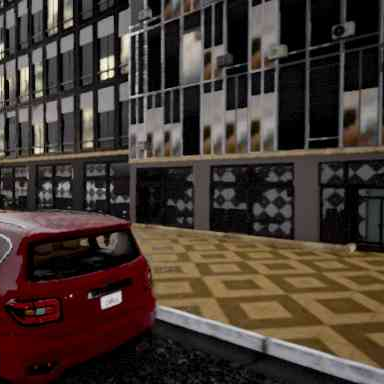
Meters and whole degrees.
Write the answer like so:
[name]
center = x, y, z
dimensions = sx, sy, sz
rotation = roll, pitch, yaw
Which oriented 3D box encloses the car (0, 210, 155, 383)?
[car]
center = -2.777, 1.198, 4.964
dimensions = 5.009, 1.841, 2.192
rotation = 1, 2, 36
